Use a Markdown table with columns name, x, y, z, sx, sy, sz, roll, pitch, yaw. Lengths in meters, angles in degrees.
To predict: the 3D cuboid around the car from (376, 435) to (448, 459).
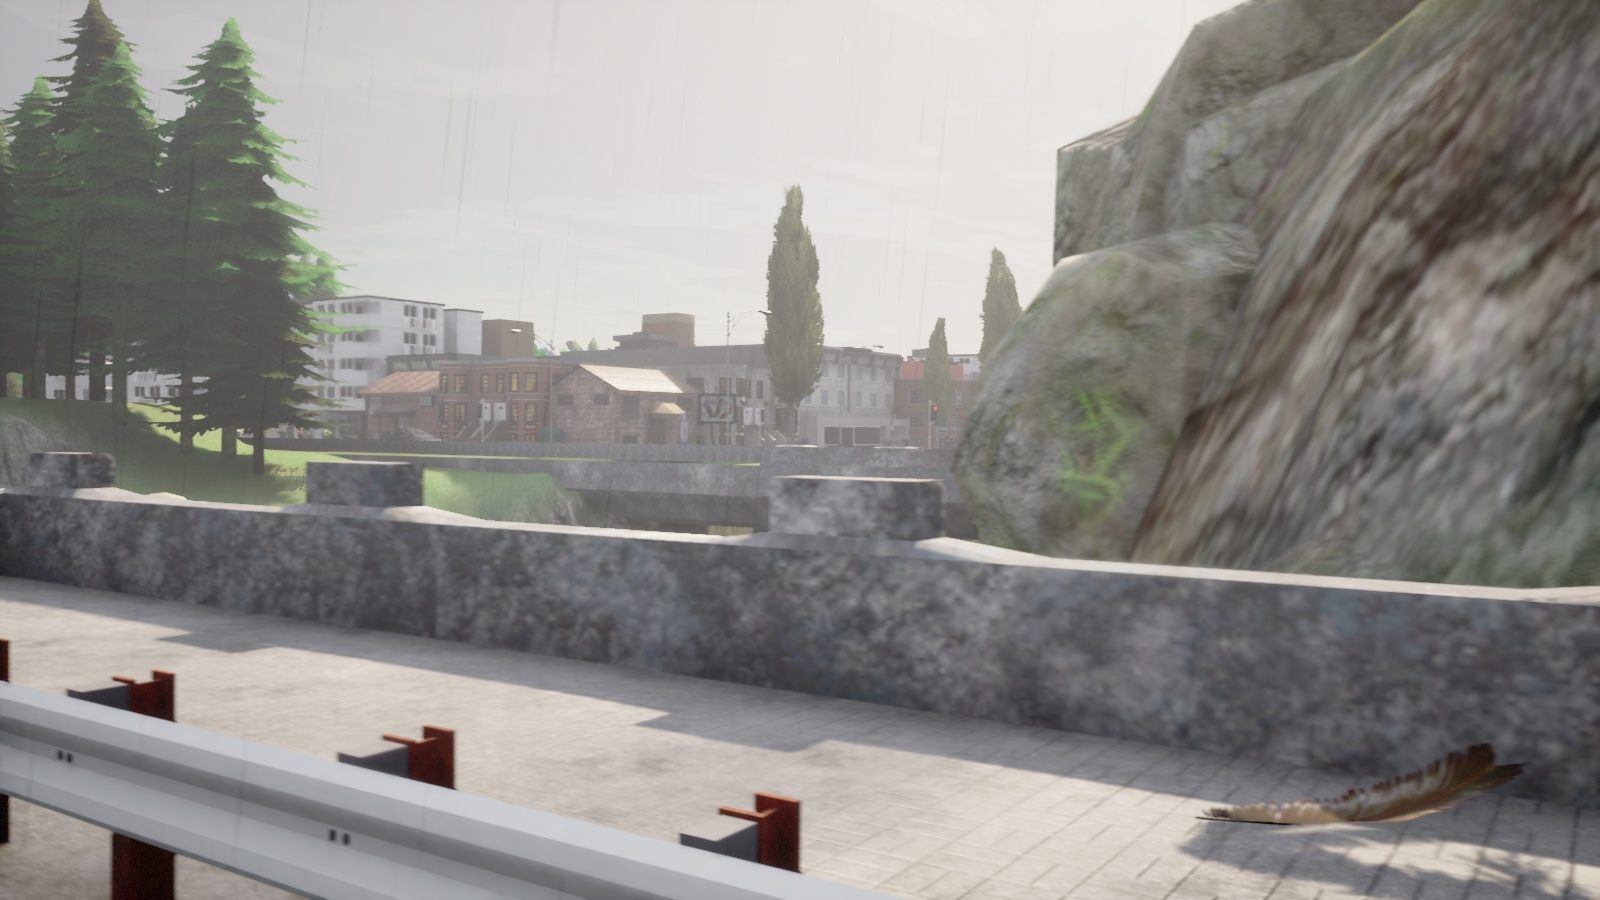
| name | x | y | z | sx | sy | sz | roll | pitch | yaw |
| --- | --- | --- | --- | --- | --- | --- | --- | --- | --- |
| car | -24.803 | -0.192 | 80.199 | 4.514 | 1.525 | 2.007 | 0 | 1 | 34 |
